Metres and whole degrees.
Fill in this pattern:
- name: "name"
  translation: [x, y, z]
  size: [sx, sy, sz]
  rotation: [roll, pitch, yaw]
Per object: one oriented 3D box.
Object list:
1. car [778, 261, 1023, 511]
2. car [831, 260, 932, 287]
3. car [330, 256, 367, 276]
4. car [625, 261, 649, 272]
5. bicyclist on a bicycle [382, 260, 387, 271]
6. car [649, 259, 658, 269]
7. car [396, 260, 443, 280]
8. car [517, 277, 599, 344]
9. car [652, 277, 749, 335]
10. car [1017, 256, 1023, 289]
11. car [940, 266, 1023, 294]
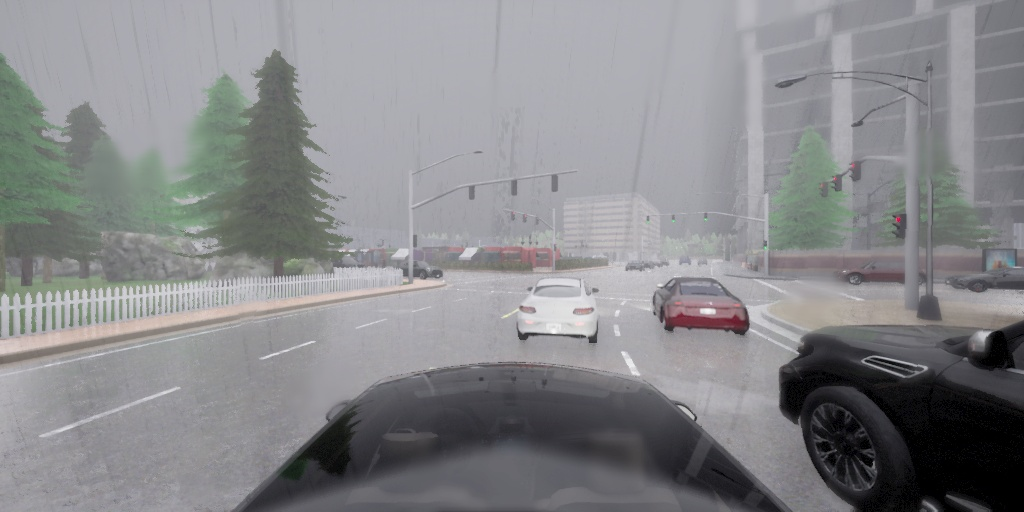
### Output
- name: "car"
  translation: [3.736, 0.971, 1.167]
  size: [2.150, 2.045, 5.566]
  rotation: [0, 0, 0]
- name: "car"
  translation: [25.891, 1.157, 25.386]
  size: [4.553, 1.767, 2.097]
  rotation: [0, 0, 29]
- name: "car"
  translation: [-17.724, 1.027, 37.780]
  size: [5.566, 2.045, 2.150]
  rotation: [0, 0, 30]
- name: "car"
  translation: [16.436, 1.314, 47.656]
  size: [1.994, 1.385, 4.181]
  rotation: [0, 0, 29]
- name: "bicyclist on a bicycle"
  translation: [-15.776, 1.258, 44.233]
  size: [0.582, 1.620, 1.656]
  rotation: [0, 0, -23]
- name: "car"
  translation: [20.756, 1.351, 55.397]
  size: [1.895, 1.301, 4.718]
  rotation: [0, 0, 29]
- name: "car"
  translation: [-8.430, 1.157, 32.490]
  size: [4.553, 1.767, 2.097]
  rotation: [0, 0, 30]
- name: "car"
  translation: [1.322, 1.276, 9.592]
  size: [1.812, 1.442, 4.674]
  rotation: [0, 0, 12]
- name: "car"
  translation: [5.365, 1.314, 10.658]
  size: [1.994, 1.385, 4.181]
  rotation: [0, 0, 17]
- name: "car"
  translation: [34.233, 1.027, 20.663]
  size: [5.566, 2.045, 2.150]
  rotation: [0, 0, 30]
- name: "car"
  translation: [27.983, 1.331, 20.154]
  size: [4.674, 1.442, 1.812]
  rotation: [0, 0, 29]
